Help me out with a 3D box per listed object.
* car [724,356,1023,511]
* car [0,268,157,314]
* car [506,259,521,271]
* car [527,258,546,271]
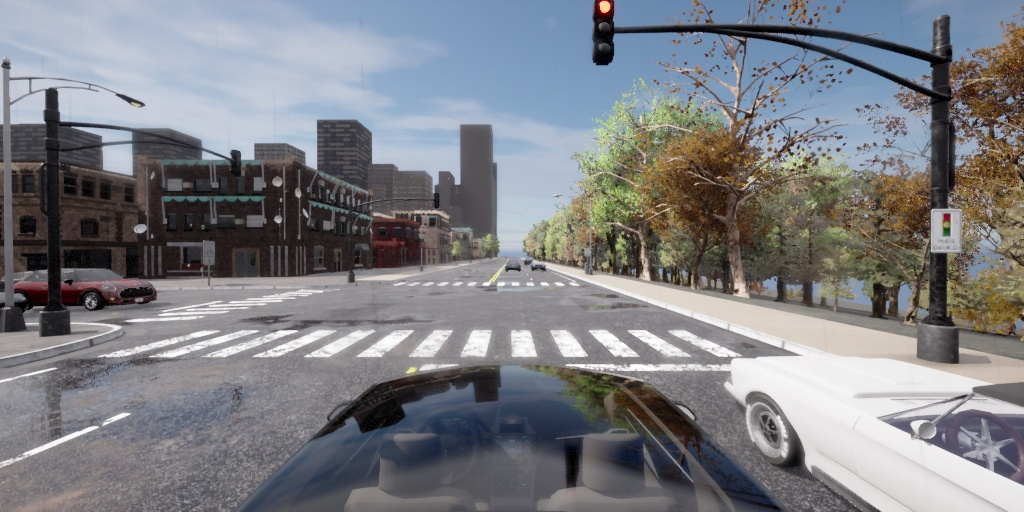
[{"bbox_3d":[3.350,1.351,1.940,1.895,1.301,4.718,0,0,0],"label":"car"},{"bbox_3d":[-18.016,1.302,15.233,4.553,1.767,2.097,-1,1,2],"label":"car"},{"bbox_3d":[0.153,1.297,48.882,1.994,1.385,4.181,0,0,0],"label":"car"},{"bbox_3d":[3.402,1.334,48.029,1.895,1.301,4.718,0,0,0],"label":"car"}]
